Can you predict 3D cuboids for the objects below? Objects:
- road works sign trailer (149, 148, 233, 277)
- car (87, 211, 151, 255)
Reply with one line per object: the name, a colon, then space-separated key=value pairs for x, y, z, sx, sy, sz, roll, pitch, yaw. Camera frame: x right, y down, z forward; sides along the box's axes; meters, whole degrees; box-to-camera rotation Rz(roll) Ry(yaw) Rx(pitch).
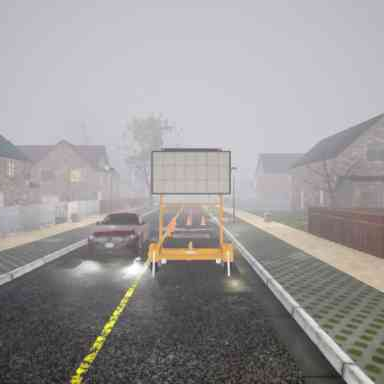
road works sign trailer: x=-0.027 y=0.472 z=10.208 sx=2.380 sy=3.560 sz=2.880 roll=0 pitch=0 yaw=0
car: x=-2.786 y=1.541 z=13.548 sx=1.812 sy=1.442 sz=4.674 roll=0 pitch=0 yaw=0
